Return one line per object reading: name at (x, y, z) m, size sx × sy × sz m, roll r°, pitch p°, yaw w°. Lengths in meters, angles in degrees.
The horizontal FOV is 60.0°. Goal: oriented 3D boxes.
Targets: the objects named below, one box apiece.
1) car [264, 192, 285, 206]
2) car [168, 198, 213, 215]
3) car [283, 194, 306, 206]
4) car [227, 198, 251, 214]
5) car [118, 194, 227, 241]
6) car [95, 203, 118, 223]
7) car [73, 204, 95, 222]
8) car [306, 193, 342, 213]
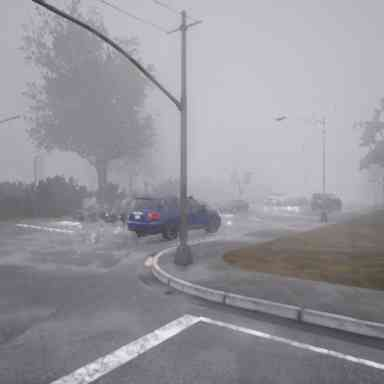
car at (13.295, 1.066, 52.617) m, size 2.150 × 2.045 × 5.566 m, roll 0°, pitch 0°, yaw 35°
car at (-0.082, 1.446, 34.900) m, size 2.128 × 1.511 × 4.902 m, roll 0°, pitch 0°, yaw 38°
car at (16.131, 1.344, 50.571) m, size 2.128 × 1.511 × 4.902 m, roll 0°, pitch 0°, yaw 35°
car at (4.463, 1.457, 35.036) m, size 1.837 × 1.490 × 4.892 m, roll 0°, pitch 1°, yaw 38°
car at (-0.764, 1.210, 16.953) m, size 2.150 × 2.045 × 5.566 m, roll 0°, pitch 0°, yaw 39°
car at (-3.946, 1.195, 24.364) m, size 2.150 × 2.045 × 5.566 m, roll 0°, pitch 0°, yaw 38°
car at (-7.117, 1.532, 26.004) m, size 1.994 × 1.385 × 4.181 m, roll 0°, pitch 0°, yaw 38°
car at (15.021, 1.158, 37.111) m, size 2.150 × 2.045 × 5.566 m, roll 0°, pitch 0°, yaw 37°
